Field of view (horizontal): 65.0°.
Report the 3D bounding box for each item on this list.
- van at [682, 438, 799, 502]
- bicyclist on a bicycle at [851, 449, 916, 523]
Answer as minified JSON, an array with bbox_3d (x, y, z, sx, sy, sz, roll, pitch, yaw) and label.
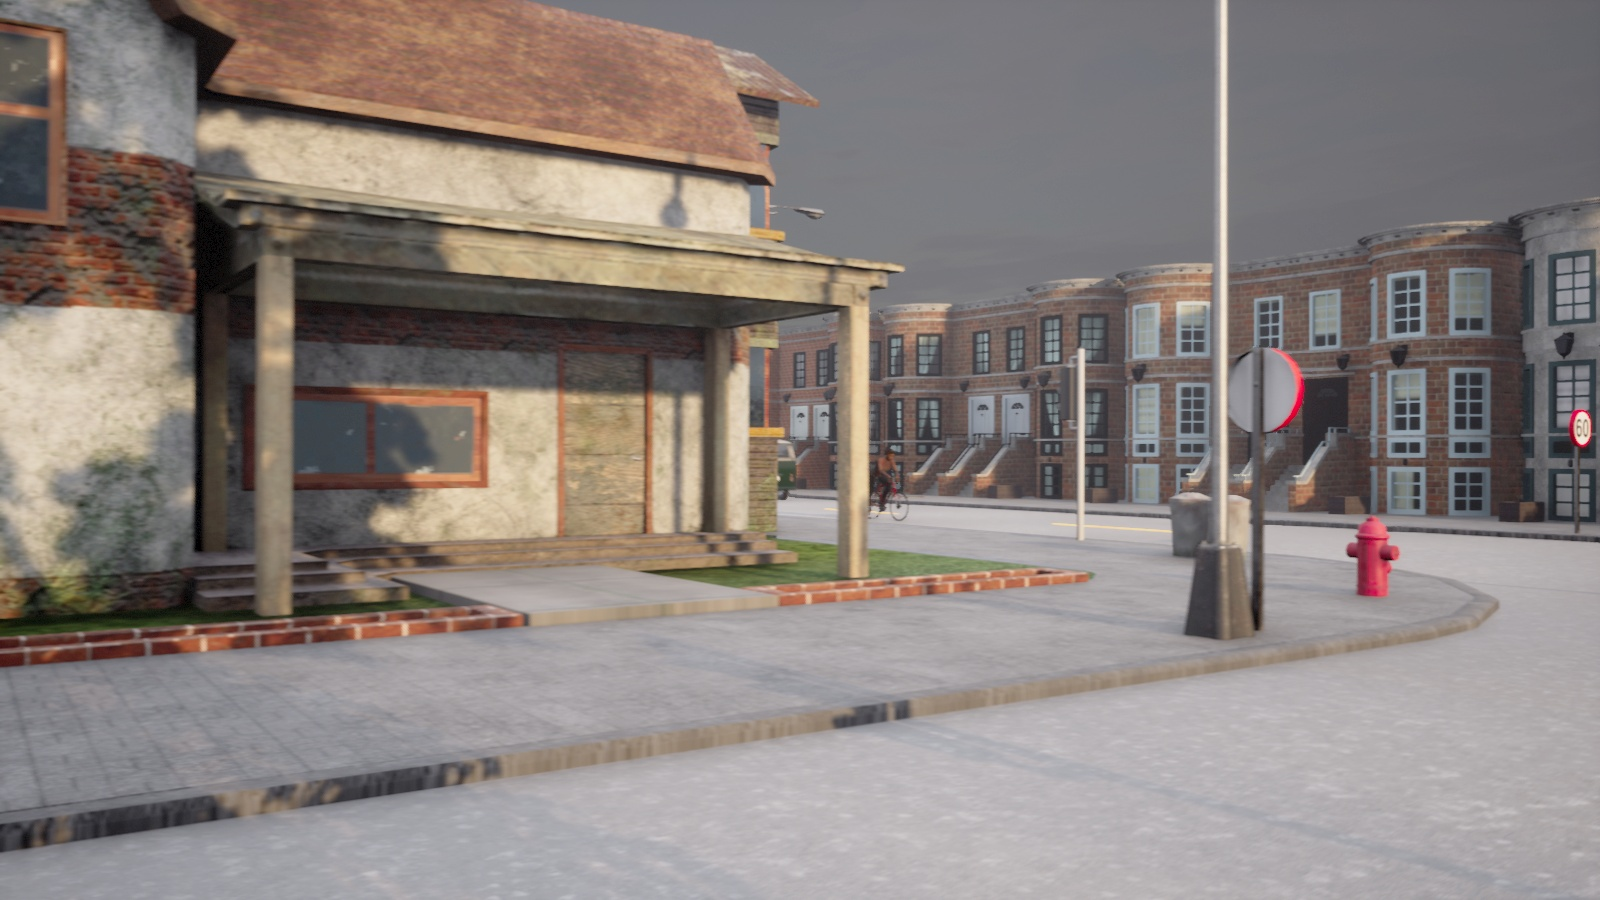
[{"bbox_3d":[-2.022,0.636,41.322,1.775,1.987,4.442,0,0,-34],"label":"van"},{"bbox_3d":[1.883,0.791,28.451,0.582,1.620,1.656,0,0,-34],"label":"bicyclist on a bicycle"}]
